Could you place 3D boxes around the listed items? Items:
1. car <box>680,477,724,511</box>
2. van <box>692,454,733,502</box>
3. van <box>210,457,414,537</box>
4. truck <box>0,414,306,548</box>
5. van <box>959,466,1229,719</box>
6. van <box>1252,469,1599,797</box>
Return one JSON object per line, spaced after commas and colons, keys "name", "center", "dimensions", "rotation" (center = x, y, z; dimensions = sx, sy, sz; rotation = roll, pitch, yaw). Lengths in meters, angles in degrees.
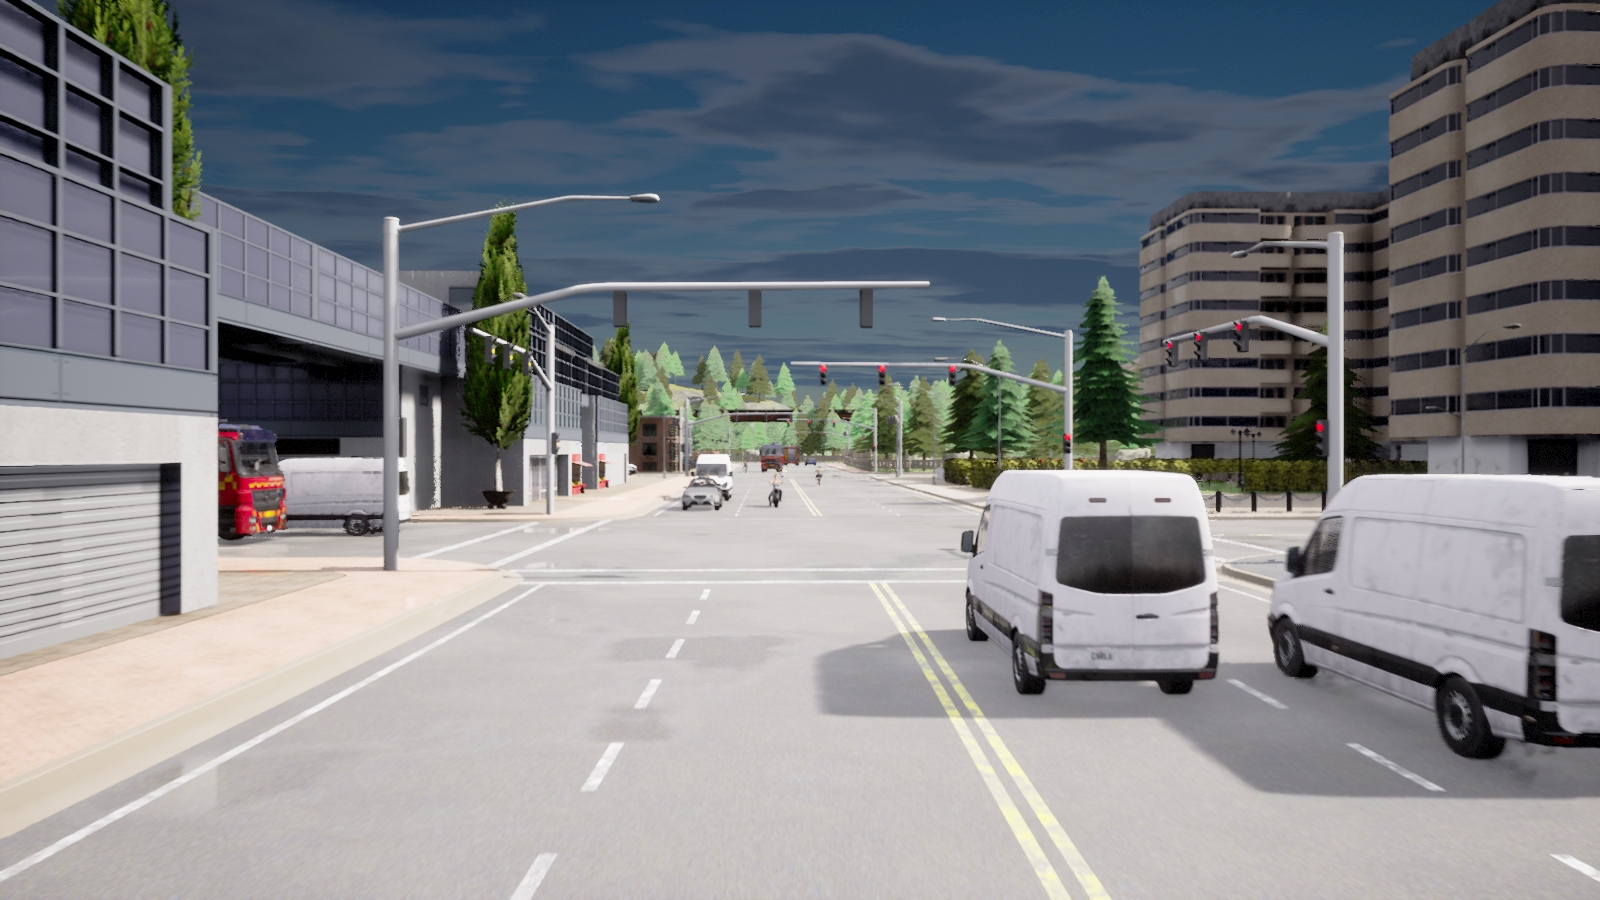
{"name": "car", "center": [-4.622, 2.068, 54.343], "dimensions": [1.816, 1.474, 4.193], "rotation": [0, 0, -2]}
{"name": "van", "center": [-4.890, 1.537, 64.717], "dimensions": [1.988, 2.561, 5.915], "rotation": [0, 0, -1]}
{"name": "van", "center": [-16.083, 1.536, 37.878], "dimensions": [5.915, 2.561, 1.988], "rotation": [0, 0, -2]}
{"name": "truck", "center": [-19.672, 0.892, 34.276], "dimensions": [8.468, 3.827, 2.891], "rotation": [0, 0, -1]}
{"name": "van", "center": [3.490, 1.535, 14.926], "dimensions": [1.988, 2.561, 5.915], "rotation": [0, 0, 0]}
{"name": "van", "center": [7.006, 1.535, 12.210], "dimensions": [1.988, 2.561, 5.915], "rotation": [0, 0, 0]}
